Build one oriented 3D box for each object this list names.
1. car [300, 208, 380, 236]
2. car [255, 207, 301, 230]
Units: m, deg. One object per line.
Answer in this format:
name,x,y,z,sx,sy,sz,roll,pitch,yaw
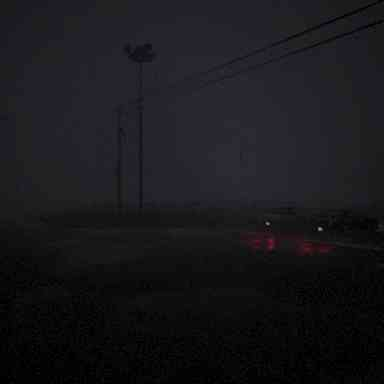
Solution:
car,8.358,1.599,18.304,4.718,1.301,1.895,0,0,-36
car,6.325,1.599,21.153,4.718,1.301,1.895,0,0,-36
